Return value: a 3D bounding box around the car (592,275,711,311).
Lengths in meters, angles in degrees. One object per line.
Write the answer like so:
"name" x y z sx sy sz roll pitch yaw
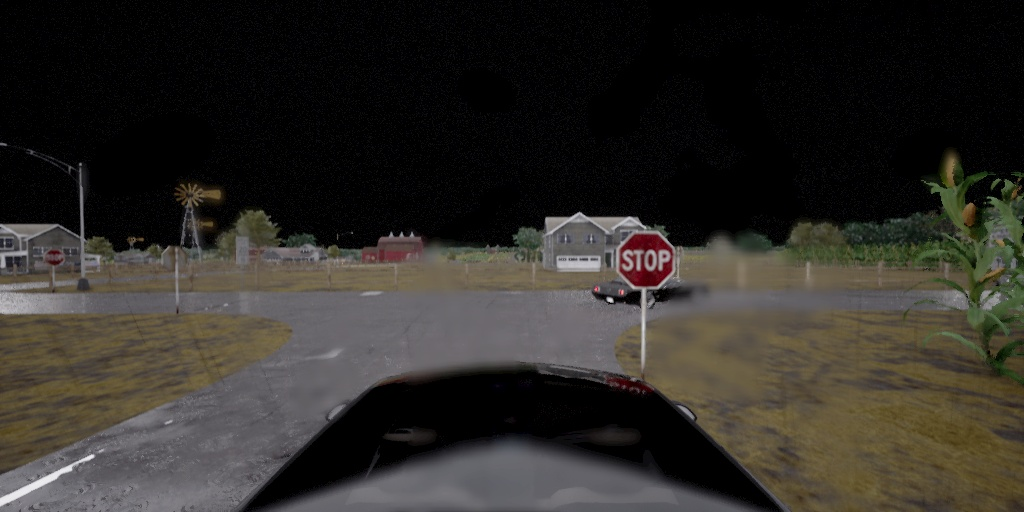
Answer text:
"car" 5.492 1.258 13.865 4.718 1.301 1.895 -1 1 -28

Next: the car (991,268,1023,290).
"car" 26.406 1.112 17.346 4.902 1.511 2.128 0 1 0
